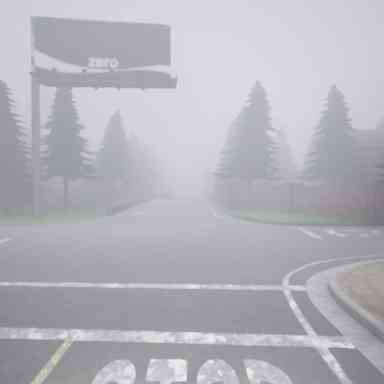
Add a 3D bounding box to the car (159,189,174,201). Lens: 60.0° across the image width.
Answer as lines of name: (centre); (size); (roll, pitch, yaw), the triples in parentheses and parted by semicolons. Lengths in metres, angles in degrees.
car: (-3.512, 0.395, 46.422); (1.837, 1.490, 4.892); (0, 2, 0)
